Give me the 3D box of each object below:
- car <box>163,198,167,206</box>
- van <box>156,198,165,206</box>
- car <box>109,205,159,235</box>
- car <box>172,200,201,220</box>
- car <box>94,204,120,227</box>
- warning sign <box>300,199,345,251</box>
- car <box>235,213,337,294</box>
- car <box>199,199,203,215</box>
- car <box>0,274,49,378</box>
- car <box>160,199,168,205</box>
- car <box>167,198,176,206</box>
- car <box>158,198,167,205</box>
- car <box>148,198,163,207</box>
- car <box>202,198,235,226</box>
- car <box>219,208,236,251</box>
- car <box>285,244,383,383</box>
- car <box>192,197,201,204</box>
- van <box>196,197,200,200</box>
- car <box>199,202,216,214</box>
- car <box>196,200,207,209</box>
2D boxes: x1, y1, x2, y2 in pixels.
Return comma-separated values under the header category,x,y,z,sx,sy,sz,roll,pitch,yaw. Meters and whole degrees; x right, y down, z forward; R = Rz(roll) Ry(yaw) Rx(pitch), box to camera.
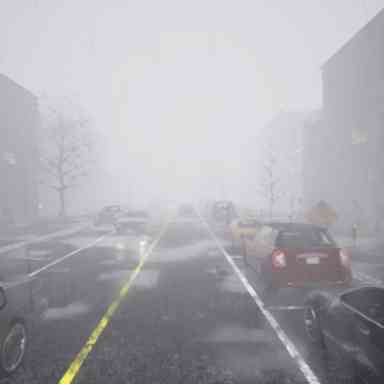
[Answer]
category,x,y,z,sx,sy,sz,roll,pitch,yaw
car,-6.975,2.114,69.927,2.192,1.841,5.009,-1,-1,-1
van,-7.080,2.200,75.474,1.690,1.788,3.998,-1,-1,-1
car,-3.455,1.798,21.000,2.033,1.411,5.357,0,-1,-1
car,-0.518,1.844,32.551,2.128,1.511,4.902,0,-1,-1
car,-6.140,1.760,25.549,1.967,1.590,4.097,-1,-1,-1
warning sign,4.874,1.212,12.510,1.300,1.860,1.060,0,0,-1
car,2.551,1.518,9.068,1.967,1.590,4.097,-1,-1,-1
car,2.030,1.818,36.803,1.967,1.590,4.097,-1,-1,-1
car,-3.121,1.602,2.899,2.033,1.411,5.357,0,-1,-1
car,-7.284,2.522,86.566,1.887,1.381,4.507,-1,-1,-1
car,-4.355,2.315,73.946,1.895,1.301,4.718,0,-1,-1
car,-7.182,2.358,81.020,1.967,1.590,4.097,-1,-1,-1
car,-6.763,2.230,58.830,2.008,1.369,4.403,-1,-1,-1
car,2.236,1.573,25.710,2.192,1.841,5.009,-1,-1,-1
car,2.445,1.665,14.784,1.752,1.417,4.829,-1,-1,-1
car,2.657,1.583,3.520,1.947,1.339,4.313,-1,-1,-1
car,1.091,2.231,86.728,2.192,1.841,5.009,-1,-1,-1
van,1.820,1.839,47.899,1.690,1.788,3.998,-1,-1,-1
car,1.929,2.020,42.349,1.802,1.307,4.206,-1,-1,-1
car,1.616,2.199,58.990,1.802,1.307,4.206,-1,-1,-1
